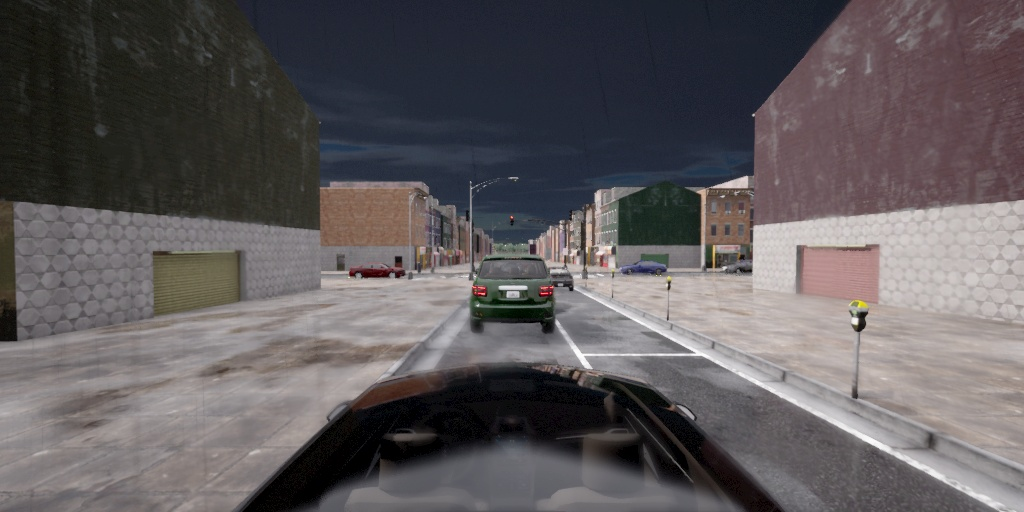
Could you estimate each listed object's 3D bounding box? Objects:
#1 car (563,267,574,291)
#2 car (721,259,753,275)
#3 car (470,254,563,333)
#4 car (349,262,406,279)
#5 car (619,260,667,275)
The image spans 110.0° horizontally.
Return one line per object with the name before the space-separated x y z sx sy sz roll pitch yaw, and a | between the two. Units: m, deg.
car | 2.589 1.301 21.270 2.007 1.370 4.403 0 0 0
car | 23.857 1.091 36.212 4.902 1.511 2.128 0 1 0
car | 0.026 0.971 10.855 2.150 2.045 5.566 0 0 0
car | -12.406 1.345 33.195 5.008 1.535 1.882 0 1 -1
car | 13.189 1.169 36.211 4.674 1.442 1.812 0 1 1
